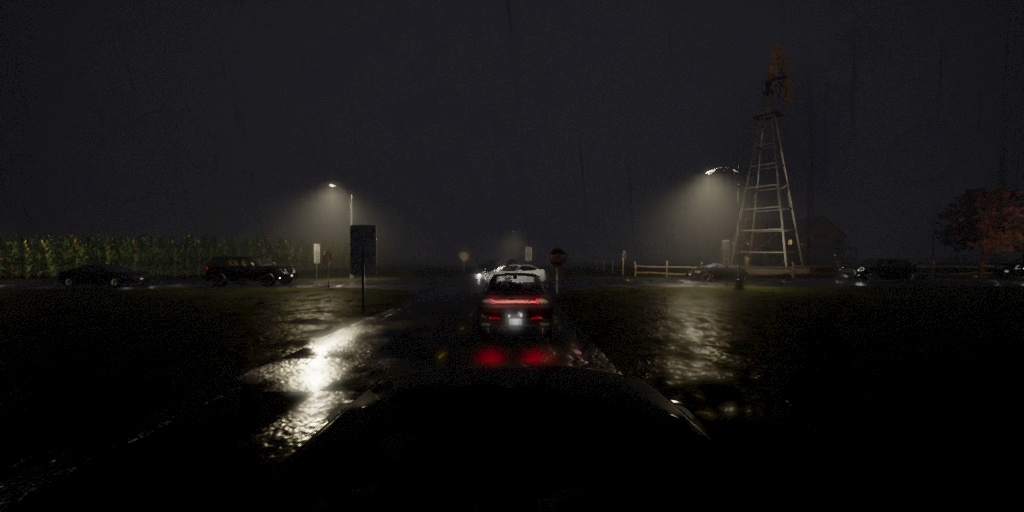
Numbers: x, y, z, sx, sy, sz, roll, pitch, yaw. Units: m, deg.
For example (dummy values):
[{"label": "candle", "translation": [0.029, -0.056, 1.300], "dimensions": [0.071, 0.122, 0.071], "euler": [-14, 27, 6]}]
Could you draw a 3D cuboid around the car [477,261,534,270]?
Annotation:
[{"label": "car", "translation": [0.290, 1.262, 23.729], "dimensions": [4.674, 1.442, 1.812], "euler": [0, -1, -43]}]

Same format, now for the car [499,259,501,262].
[{"label": "car", "translation": [-2.933, 1.201, 50.402], "dimensions": [1.837, 1.490, 4.892], "euler": [0, 0, 0]}]

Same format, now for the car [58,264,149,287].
[{"label": "car", "translation": [-28.406, 1.325, 25.065], "dimensions": [5.008, 1.535, 1.882], "euler": [0, 1, 0]}]

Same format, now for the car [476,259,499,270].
[{"label": "car", "translation": [-2.926, 1.274, 41.502], "dimensions": [1.994, 1.385, 4.181], "euler": [0, 0, 1]}]

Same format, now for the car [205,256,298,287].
[{"label": "car", "translation": [-18.154, 1.032, 25.060], "dimensions": [5.566, 2.045, 2.150], "euler": [0, 1, 0]}]

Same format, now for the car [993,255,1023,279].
[{"label": "car", "translation": [39.727, 0.788, 26.654], "dimensions": [5.566, 2.045, 2.150], "euler": [0, 1, 3]}]

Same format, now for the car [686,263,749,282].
[{"label": "car", "translation": [15.686, 1.214, 27.502], "dimensions": [4.181, 1.385, 1.994], "euler": [0, 1, 2]}]

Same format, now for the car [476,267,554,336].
[{"label": "car", "translation": [0.094, 1.236, 10.340], "dimensions": [2.128, 1.511, 4.902], "euler": [0, 0, 0]}]

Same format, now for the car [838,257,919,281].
[{"label": "car", "translation": [27.618, 0.961, 27.139], "dimensions": [4.553, 1.767, 2.097], "euler": [0, 1, 2]}]
